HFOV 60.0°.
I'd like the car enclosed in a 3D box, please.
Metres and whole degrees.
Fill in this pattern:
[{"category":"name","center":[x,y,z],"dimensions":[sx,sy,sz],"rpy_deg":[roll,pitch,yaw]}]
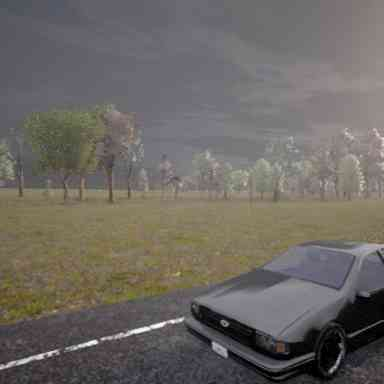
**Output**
[{"category":"car","center":[2.507,1.570,5.670],"dimensions":[5.357,1.411,2.033],"rpy_deg":[0,0,-36]}]
